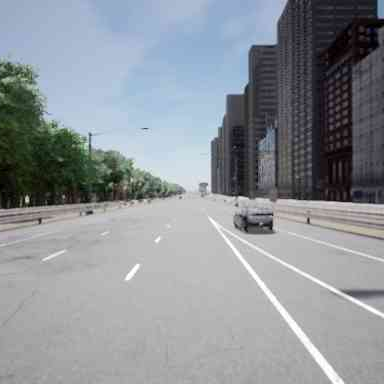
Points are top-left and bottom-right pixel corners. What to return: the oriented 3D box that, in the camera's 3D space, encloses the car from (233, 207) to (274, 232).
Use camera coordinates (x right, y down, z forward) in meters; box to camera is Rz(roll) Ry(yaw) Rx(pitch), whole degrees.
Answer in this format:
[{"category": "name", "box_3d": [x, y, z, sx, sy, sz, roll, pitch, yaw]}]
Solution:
[{"category": "car", "box_3d": [3.960, 1.711, 22.020, 2.128, 1.511, 4.902, 0, -1, -3]}]
